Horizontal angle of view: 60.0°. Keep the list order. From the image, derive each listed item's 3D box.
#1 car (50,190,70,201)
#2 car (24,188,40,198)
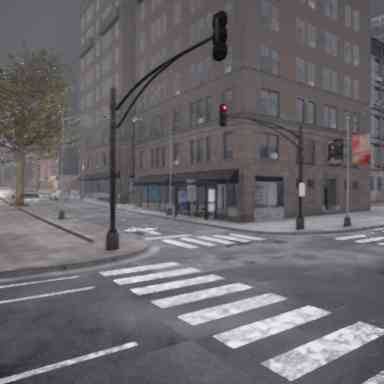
[{"bbox_3d":[-18.359,0.421,46.289,1.812,1.442,4.674,0,3,-35],"label":"car"},{"bbox_3d":[-24.310,0.087,49.883,2.033,1.411,5.357,0,3,-35],"label":"car"}]
